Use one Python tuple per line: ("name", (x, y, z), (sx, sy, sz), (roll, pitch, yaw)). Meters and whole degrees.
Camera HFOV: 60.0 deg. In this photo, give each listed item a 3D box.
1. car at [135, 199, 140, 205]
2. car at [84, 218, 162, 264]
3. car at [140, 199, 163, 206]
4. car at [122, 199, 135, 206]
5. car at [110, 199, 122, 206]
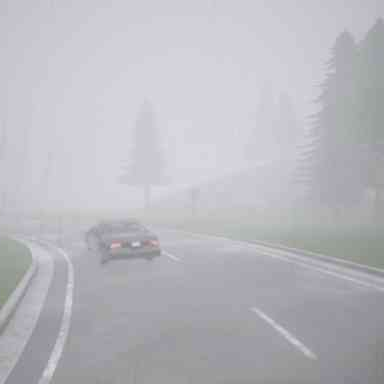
("car", (-9.698, 2.292, 72.898), (1.994, 1.385, 4.181), (-1, -1, 36))
("car", (-2.787, 1.683, 12.492), (2.033, 1.411, 5.357), (0, -1, -25))
("car", (-7.984, 2.223, 69.305), (1.812, 1.442, 4.674), (-1, -1, 36))
("car", (-12.528, 2.302, 74.958), (2.128, 1.511, 4.902), (-1, -1, 36))
("car", (-16.475, 2.309, 75.482), (1.837, 1.490, 4.892), (-1, -1, 36))
